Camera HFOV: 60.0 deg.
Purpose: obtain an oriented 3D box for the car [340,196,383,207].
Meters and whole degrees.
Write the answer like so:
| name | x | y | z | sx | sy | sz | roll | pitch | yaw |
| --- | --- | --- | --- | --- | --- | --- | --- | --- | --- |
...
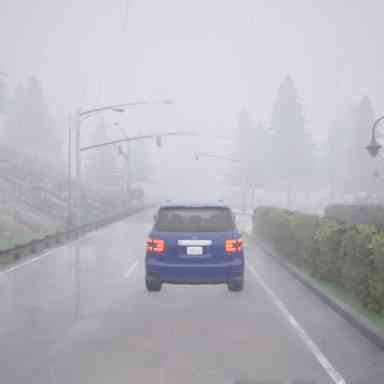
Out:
| name | x | y | z | sx | sy | sz | roll | pitch | yaw |
| --- | --- | --- | --- | --- | --- | --- | --- | --- | --- |
| car | 16.125 | 1.382 | 30.729 | 5.566 | 2.045 | 2.150 | 0 | 0 | 0 |

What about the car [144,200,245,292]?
| name | x | y | z | sx | sy | sz | roll | pitch | yaw |
| --- | --- | --- | --- | --- | --- | --- | --- | --- | --- |
| car | 0.070 | 1.221 | 9.104 | 2.150 | 2.045 | 5.566 | 0 | 0 | 0 |
